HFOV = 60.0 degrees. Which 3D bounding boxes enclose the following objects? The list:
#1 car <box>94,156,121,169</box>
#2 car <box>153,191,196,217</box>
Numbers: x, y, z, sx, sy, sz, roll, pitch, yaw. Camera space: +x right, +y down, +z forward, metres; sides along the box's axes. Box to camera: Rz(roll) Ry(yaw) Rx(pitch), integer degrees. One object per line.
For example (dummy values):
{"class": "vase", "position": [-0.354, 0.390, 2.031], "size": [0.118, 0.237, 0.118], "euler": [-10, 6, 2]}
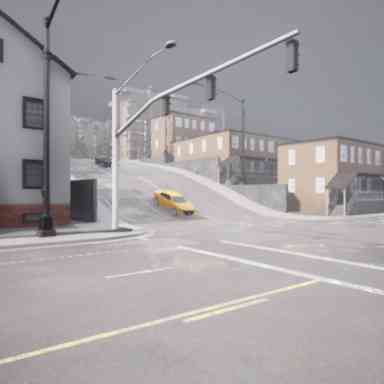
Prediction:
{"class": "car", "position": [-10.521, -3.730, 41.484], "size": [1.895, 1.301, 4.718], "euler": [0, 12, -36]}
{"class": "car", "position": [-1.588, 0.854, 29.373], "size": [1.882, 1.535, 5.008], "euler": [0, 16, -37]}
